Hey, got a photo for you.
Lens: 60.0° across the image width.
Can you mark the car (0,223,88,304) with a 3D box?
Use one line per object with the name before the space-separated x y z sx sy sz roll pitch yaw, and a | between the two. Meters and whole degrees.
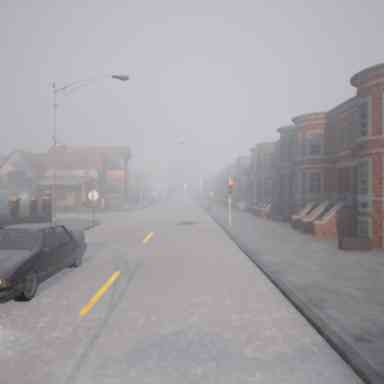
car | -4.246 1.549 8.531 2.033 1.411 5.357 0 0 -1
